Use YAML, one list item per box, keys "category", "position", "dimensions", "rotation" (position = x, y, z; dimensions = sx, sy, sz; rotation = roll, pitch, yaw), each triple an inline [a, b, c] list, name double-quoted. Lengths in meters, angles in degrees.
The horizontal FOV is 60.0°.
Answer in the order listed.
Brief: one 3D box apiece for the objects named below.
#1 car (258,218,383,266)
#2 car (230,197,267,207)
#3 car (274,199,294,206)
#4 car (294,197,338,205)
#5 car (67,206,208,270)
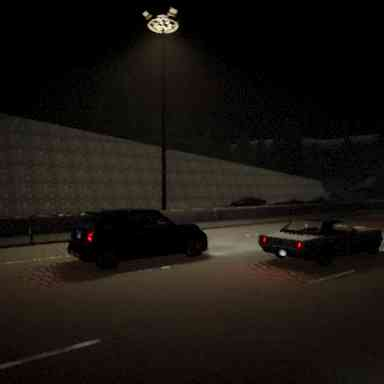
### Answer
- category: "car"
  position: [4.535, 1.538, 11.311]
  dimensions: [4.718, 1.301, 1.895]
  rotation: [0, 0, -36]
- category: "car"
  position: [7.529, 1.360, 43.738]
  dimensions: [5.357, 1.411, 2.033]
  rotation: [0, 0, -36]
- category: "car"
  position: [11.581, 1.409, 38.030]
  dimensions: [4.718, 1.301, 1.895]
  rotation: [0, 0, -36]
- category: "car"
  position: [13.501, 1.302, 35.101]
  dimensions: [4.902, 1.511, 2.128]
  rotation: [0, 0, -36]
- category: "car"
  position: [-1.657, 1.323, 11.178]
  dimensions: [4.553, 1.767, 2.097]
  rotation: [0, 0, -36]
